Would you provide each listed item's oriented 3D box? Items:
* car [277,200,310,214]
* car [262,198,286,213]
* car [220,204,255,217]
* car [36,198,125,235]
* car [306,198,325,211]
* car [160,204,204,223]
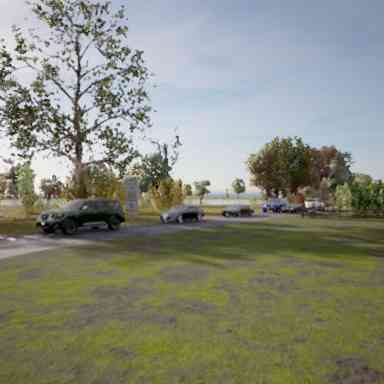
[{"bbox_3d":[13.650,2.178,44.542,2.033,1.411,5.357,-1,-1,35],"label":"car"},{"bbox_3d":[11.818,1.903,46.877,2.150,2.045,5.566,-1,-1,35],"label":"car"},{"bbox_3d":[5.261,2.057,37.562,2.033,1.411,5.357,-1,-1,35],"label":"car"},{"bbox_3d":[-6.621,1.420,20.518,2.150,2.045,5.566,-1,-1,34],"label":"car"},{"bbox_3d":[19.575,2.012,53.135,2.150,2.045,5.566,-1,-1,35],"label":"car"},{"bbox_3d":[-0.794,1.841,28.894,2.128,1.511,4.902,-1,-1,35],"label":"car"}]
